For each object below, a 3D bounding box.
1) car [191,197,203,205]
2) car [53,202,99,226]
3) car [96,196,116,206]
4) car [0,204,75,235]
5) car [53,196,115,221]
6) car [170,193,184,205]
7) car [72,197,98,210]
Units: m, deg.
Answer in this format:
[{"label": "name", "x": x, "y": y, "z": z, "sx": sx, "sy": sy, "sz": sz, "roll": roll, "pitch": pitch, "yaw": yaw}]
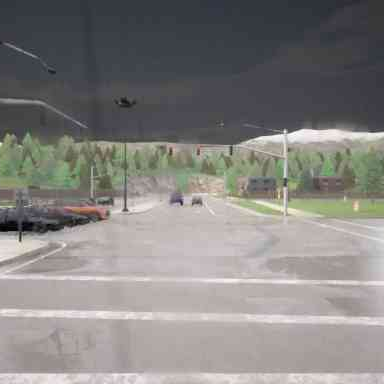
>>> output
[{"label": "car", "x": 0.882, "y": 1.546, "z": 58.206, "sx": 2.033, "sy": 1.411, "sz": 5.357, "roll": 0, "pitch": 0, "yaw": 1}, {"label": "car", "x": -9.207, "y": 1.548, "z": 21.656, "sx": 5.357, "sy": 1.411, "sz": 2.033, "roll": 0, "pitch": 0, "yaw": 0}, {"label": "car", "x": -14.323, "y": 1.478, "z": 55.486, "sx": 1.882, "sy": 1.535, "sz": 5.008, "roll": 0, "pitch": 0, "yaw": 1}, {"label": "car", "x": -9.565, "y": 1.548, "z": 18.159, "sx": 5.357, "sy": 1.411, "sz": 2.033, "roll": 0, "pitch": 0, "yaw": 0}, {"label": "car", "x": -8.550, "y": 1.352, "z": 25.152, "sx": 4.553, "sy": 1.767, "sz": 2.097, "roll": 0, "pitch": 0, "yaw": 0}, {"label": "car", "x": -2.631, "y": 1.222, "z": 57.371, "sx": 2.150, "sy": 2.045, "sz": 5.566, "roll": 0, "pitch": 0, "yaw": 1}, {"label": "car", "x": -14.491, "y": 1.505, "z": 45.176, "sx": 1.837, "sy": 1.490, "sz": 4.892, "roll": 0, "pitch": 0, "yaw": 1}]
